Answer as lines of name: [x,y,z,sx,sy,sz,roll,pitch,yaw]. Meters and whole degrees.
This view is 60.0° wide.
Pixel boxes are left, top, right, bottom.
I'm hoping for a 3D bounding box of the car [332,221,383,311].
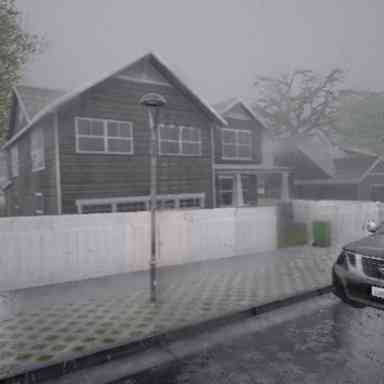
car: [5.207,1.218,6.790,5.566,2.045,2.150,0,0,-36]
